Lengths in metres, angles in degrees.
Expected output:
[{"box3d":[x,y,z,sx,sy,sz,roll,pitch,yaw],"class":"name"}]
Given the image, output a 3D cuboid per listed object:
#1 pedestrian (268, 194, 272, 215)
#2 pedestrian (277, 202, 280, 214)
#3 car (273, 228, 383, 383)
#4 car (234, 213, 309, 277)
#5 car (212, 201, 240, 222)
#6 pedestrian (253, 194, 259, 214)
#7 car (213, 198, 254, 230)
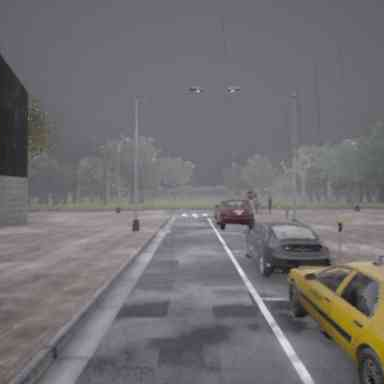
[{"box3d":[7.011,1.115,30.063,0.375,1.860,0.375,0,0,0],"class":"pedestrian"},{"box3d":[8.011,1.479,30.664,0.500,1.100,0.500,0,0,0],"class":"pedestrian"},{"box3d":[2.637,1.520,4.620,1.752,1.417,4.829,0,0,0],"class":"car"},{"box3d":[2.637,1.543,9.994,2.008,1.369,4.403,0,0,0],"class":"car"},{"box3d":[2.637,1.509,26.801,1.752,1.417,4.829,0,0,0],"class":"car"},{"box3d":[6.011,1.123,31.263,0.375,1.860,0.375,0,0,0],"class":"pedestrian"},{"box3d":[2.637,1.301,21.086,2.192,1.841,5.009,0,0,0],"class":"car"}]
